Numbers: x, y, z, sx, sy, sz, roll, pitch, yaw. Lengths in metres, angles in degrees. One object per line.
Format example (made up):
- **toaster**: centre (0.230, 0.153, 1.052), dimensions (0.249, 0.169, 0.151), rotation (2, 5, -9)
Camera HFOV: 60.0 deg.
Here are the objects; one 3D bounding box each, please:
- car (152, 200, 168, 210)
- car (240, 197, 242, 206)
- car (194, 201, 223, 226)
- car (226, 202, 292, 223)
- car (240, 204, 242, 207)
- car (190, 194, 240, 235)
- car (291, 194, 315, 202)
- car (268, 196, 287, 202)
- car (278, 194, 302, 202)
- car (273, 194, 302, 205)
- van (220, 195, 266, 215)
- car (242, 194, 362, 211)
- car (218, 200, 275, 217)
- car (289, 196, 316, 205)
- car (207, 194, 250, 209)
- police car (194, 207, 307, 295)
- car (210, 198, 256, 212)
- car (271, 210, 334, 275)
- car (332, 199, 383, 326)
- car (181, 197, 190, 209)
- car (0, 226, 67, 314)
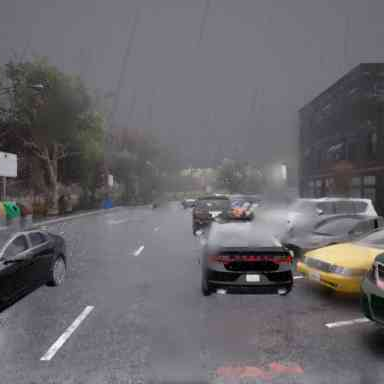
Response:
- **car**: centre (-4.217, 1.689, 44.486), dimensions (1.895, 1.301, 4.718), rotation (0, 0, 0)
- **car**: centre (5.248, 1.382, 20.101), dimensions (4.553, 1.767, 2.185), rotation (1, 0, -20)
- **car**: centre (1.101, 1.512, 24.783), dimensions (1.882, 1.535, 5.008), rotation (0, 0, 0)
- **car**: centre (5.266, 1.562, 26.110), dimensions (4.674, 1.452, 2.002), rotation (1, 0, -20)
- **car**: centre (5.261, 1.532, 17.086), dimensions (4.792, 1.488, 2.163), rotation (1, 0, -20)
- **car**: centre (1.119, 1.245, 18.813), dimensions (2.150, 2.045, 5.566), rotation (0, 0, 0)
- **car**: centre (26.676, 1.441, 80.434), dimensions (2.435, 2.045, 5.566), rotation (1, -1, -22)
- **car**: centre (20.593, 1.719, 80.285), dimensions (2.163, 1.488, 4.792), rotation (0, -1, -22)
- **car**: centre (23.616, 1.440, 80.383), dimensions (2.435, 2.045, 5.566), rotation (0, -1, -22)
- **car**: centre (18.077, 1.384, 63.214), dimensions (2.435, 2.045, 5.566), rotation (0, 1, -22)
- **van**: centre (5.344, 1.323, 35.168), dimensions (4.442, 1.987, 1.878), rotation (1, 0, -20)
- **car**: centre (5.269, 1.246, 14.087), dimensions (5.566, 2.045, 2.435), rotation (1, 0, -20)
- **car**: centre (5.238, 1.538, 32.122), dimensions (5.008, 1.535, 2.097), rotation (1, 0, -20)
- **car**: centre (20.991, 1.666, 63.342), dimensions (2.163, 1.488, 4.792), rotation (0, 1, -22)
- **car**: centre (5.187, 1.330, 47.160), dimensions (5.566, 2.045, 2.435), rotation (1, 0, -20)
- **police car**: centre (1.145, 1.431, 8.892), dimensions (1.930, 1.638, 5.238), rotation (0, 0, 0)
- **car**: centre (5.027, 1.558, 41.065), dimensions (5.366, 1.575, 1.946), rotation (1, 0, -20)
- **car**: centre (5.269, 1.523, 11.085), dimensions (4.792, 1.488, 2.163), rotation (1, 0, -20)
- **car**: centre (5.299, 1.236, 5.070), dimensions (5.566, 2.045, 2.435), rotation (1, 0, -20)
- **car**: centre (-0.203, 1.619, 46.323), dimensions (1.812, 1.442, 4.674), rotation (0, 0, 0)
- **car**: centre (-4.052, 1.495, 6.537), dimensions (2.128, 1.511, 4.902), rotation (0, 0, -1)
